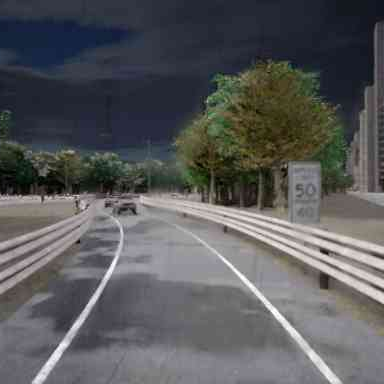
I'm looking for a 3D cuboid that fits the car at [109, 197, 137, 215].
[{"bbox_3d":[-6.757,1.391,33.083,1.837,1.490,4.892,-1,1,-21],"label":"car"}]

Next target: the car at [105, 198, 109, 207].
[{"bbox_3d":[-10.845,1.362,45.245,1.895,1.301,4.718,0,1,-13],"label":"car"}]
